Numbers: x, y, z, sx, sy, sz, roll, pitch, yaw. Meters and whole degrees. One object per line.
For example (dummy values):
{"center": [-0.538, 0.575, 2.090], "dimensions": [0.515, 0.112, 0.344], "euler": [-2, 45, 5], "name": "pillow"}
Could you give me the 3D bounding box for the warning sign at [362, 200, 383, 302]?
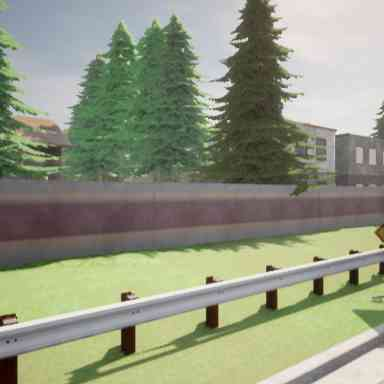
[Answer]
{"center": [4.114, 1.099, 6.251], "dimensions": [1.060, 1.860, 1.300], "euler": [0, 0, -36], "name": "warning sign"}
